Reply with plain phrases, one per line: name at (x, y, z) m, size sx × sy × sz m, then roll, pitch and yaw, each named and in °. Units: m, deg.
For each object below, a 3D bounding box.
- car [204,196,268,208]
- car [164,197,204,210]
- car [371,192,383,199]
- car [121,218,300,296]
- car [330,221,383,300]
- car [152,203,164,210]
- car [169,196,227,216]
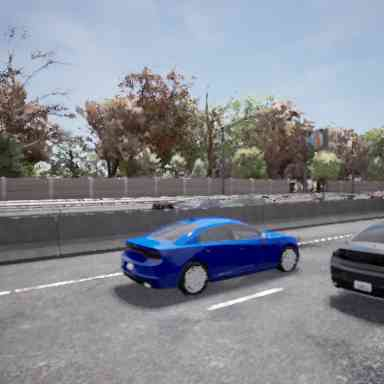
car at (3.454, 1.109, 23.627) m, size 4.553 × 1.767 × 2.097 m, roll -1°, pitch 1°, yaw -35°
car at (0.862, 1.315, 26.081) m, size 5.357 × 1.411 × 2.033 m, roll -1°, pitch 1°, yaw -35°
car at (32.650, 0.661, 57.187) m, size 4.674 × 1.442 × 1.812 m, roll -1°, pitch 1°, yaw -35°
car at (0.691, 1.397, 8.529) m, size 5.008 × 1.535 × 1.882 m, roll -1°, pitch 1°, yaw -35°
car at (4.995, 1.384, 7.299) m, size 4.892 × 1.490 × 1.837 m, roll -1°, pitch 1°, yaw -35°
car at (-1.576, 1.339, 32.937) m, size 4.718 × 1.301 × 1.895 m, roll -1°, pitch 1°, yaw -35°
car at (0.571, 1.227, 30.168) m, size 4.902 × 1.511 × 2.128 m, roll -1°, pitch 1°, yaw -35°
